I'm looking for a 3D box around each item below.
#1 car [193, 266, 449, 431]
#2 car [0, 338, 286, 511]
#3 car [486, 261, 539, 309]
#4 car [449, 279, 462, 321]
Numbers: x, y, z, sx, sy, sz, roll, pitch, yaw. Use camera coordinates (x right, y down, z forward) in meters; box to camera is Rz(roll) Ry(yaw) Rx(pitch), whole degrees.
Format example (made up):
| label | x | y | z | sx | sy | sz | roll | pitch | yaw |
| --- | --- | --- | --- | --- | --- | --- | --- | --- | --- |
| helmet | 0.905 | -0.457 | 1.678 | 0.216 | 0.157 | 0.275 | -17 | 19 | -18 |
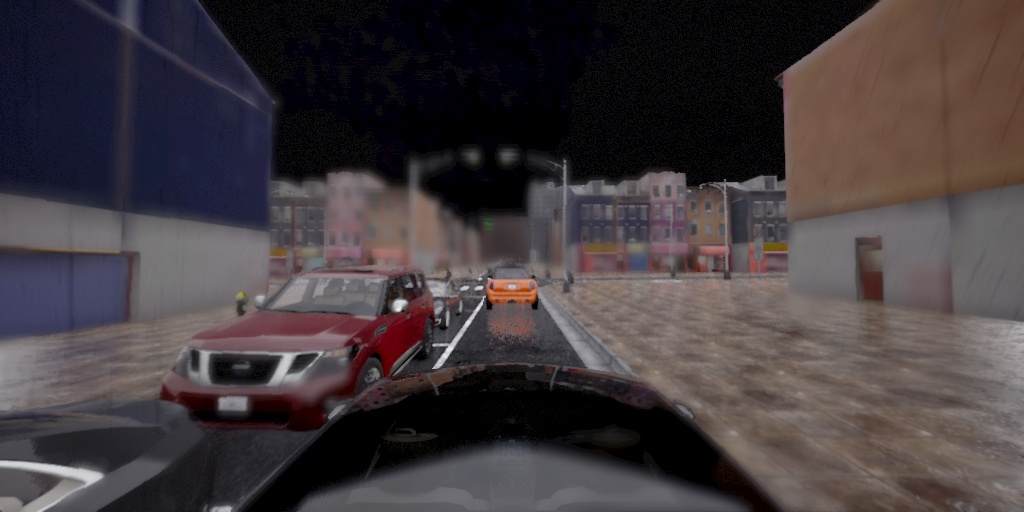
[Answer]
| label | x | y | z | sx | sy | sz | roll | pitch | yaw |
| --- | --- | --- | --- | --- | --- | --- | --- | --- | --- |
| car | -2.635 | 1.104 | 5.891 | 2.192 | 1.841 | 5.009 | 0 | 0 | 0 |
| car | -2.637 | 1.288 | 0.357 | 2.007 | 1.370 | 4.403 | 0 | 0 | 0 |
| car | 0.008 | 1.236 | 15.946 | 2.097 | 1.767 | 4.553 | 0 | -1 | 0 |
| car | -2.632 | 1.393 | 11.426 | 2.007 | 1.370 | 4.403 | 0 | 0 | 0 |
